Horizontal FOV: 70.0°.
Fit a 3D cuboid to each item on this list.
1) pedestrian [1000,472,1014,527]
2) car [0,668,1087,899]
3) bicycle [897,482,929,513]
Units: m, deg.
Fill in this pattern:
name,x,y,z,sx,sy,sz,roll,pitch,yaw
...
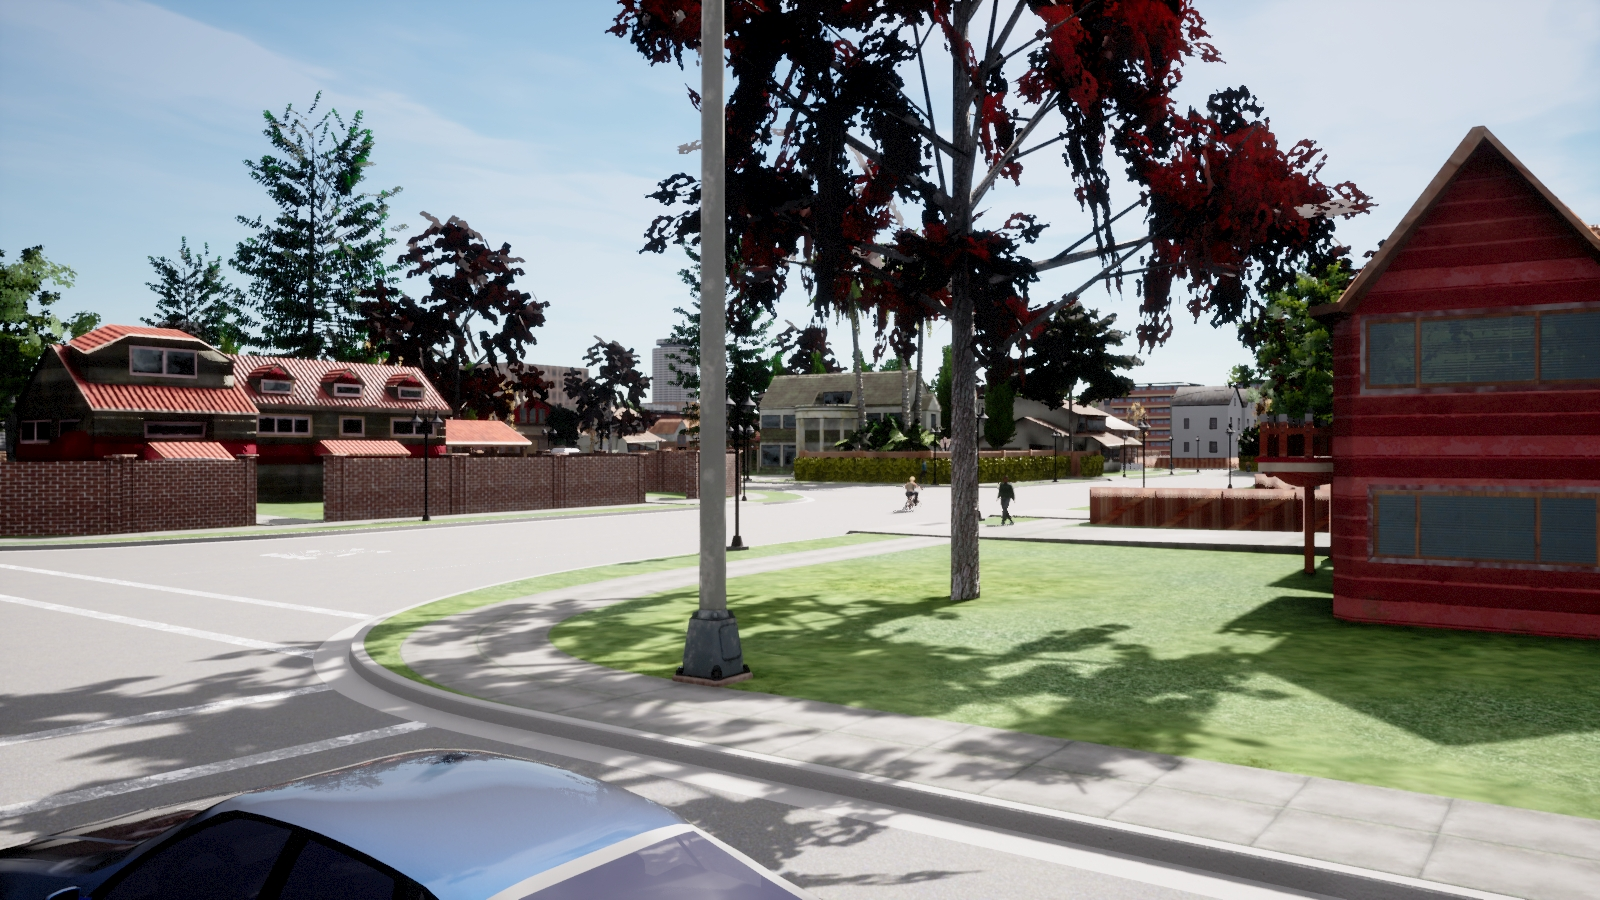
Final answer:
name,x,y,z,sx,sy,sz,roll,pitch,yaw
pedestrian,7.153,1.704,39.474,0.375,1.860,0.375,0,0,35
car,-1.713,2.106,4.943,5.357,1.411,2.033,0,0,36
bicycle,5.132,2.145,51.864,0.859,1.301,1.487,0,0,32
